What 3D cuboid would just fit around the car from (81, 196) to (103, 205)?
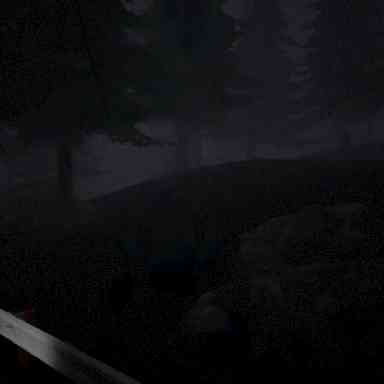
[{"bbox_3d":[-16.965,1.488,55.956,4.892,1.490,1.837,-1,0,40],"label":"car"}]
